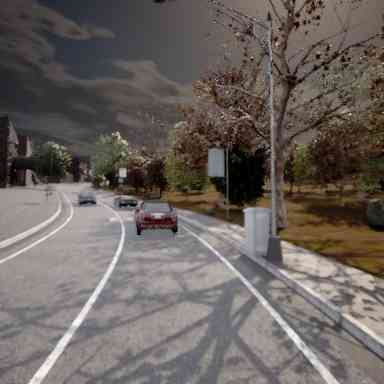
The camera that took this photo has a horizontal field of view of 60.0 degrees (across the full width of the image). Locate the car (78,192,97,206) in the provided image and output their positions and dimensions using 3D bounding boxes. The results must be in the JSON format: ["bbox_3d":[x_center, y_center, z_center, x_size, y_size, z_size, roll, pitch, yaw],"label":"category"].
[{"bbox_3d":[-11.656,0.757,36.892,2.033,1.411,5.357,1,2,-22],"label":"car"}]

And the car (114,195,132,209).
[{"bbox_3d":[-7.108,0.998,35.297,1.895,1.301,4.718,1,2,-21],"label":"car"}]

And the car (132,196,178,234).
[{"bbox_3d":[-2.089,1.206,18.461,2.097,1.767,4.553,0,1,-11],"label":"car"}]
